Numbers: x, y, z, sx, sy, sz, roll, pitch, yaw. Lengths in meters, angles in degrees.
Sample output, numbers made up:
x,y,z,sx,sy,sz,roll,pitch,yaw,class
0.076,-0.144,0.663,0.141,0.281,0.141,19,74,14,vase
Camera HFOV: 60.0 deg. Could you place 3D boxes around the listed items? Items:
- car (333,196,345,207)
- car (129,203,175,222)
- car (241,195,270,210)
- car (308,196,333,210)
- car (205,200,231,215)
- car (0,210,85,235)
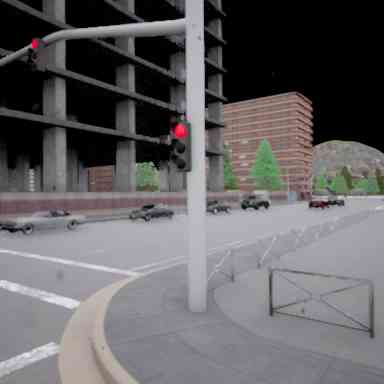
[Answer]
x,y,z,sx,sy,sz,roll,pitch,yaw,class
23.311,1.457,54.079,2.097,1.767,4.553,-1,-1,35,car
-3.377,1.719,28.820,1.812,1.442,4.674,-1,-1,36,car
8.832,1.416,46.004,2.150,2.045,5.566,-1,-1,35,car
17.617,1.581,46.038,1.882,1.535,5.008,-1,-1,35,car
2.614,1.699,37.287,1.837,1.490,4.892,-1,-1,35,car
-9.148,1.793,20.685,1.895,1.301,4.718,-1,-1,35,car
